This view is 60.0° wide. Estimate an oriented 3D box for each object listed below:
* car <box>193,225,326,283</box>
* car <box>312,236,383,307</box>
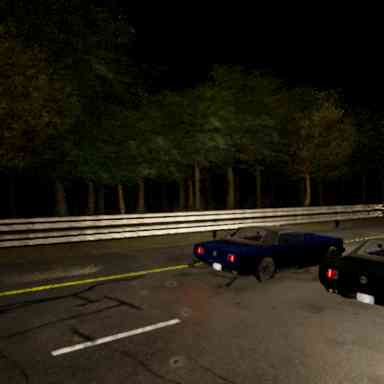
[{"bbox_3d":[2.456,1.627,9.786,4.718,1.301,1.895,0,0,-35],"label":"car"},{"bbox_3d":[4.923,1.629,7.246,4.718,1.301,1.895,0,0,-35],"label":"car"}]
